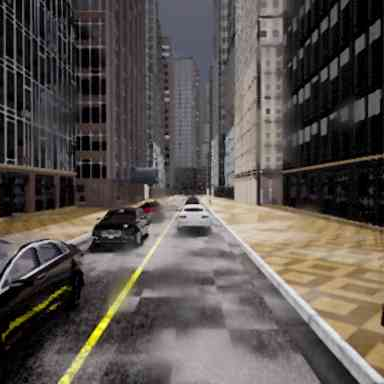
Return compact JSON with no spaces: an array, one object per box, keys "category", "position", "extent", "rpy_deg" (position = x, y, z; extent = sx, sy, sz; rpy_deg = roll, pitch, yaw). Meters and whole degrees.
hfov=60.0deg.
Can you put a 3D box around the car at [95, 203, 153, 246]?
[{"category":"car","position":[-3.089,1.471,15.105],"extent":[1.837,1.490,4.892],"rpy_deg":[0,0,0]}]

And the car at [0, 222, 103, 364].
[{"category":"car","position":[-3.087,1.484,4.922],"extent":[2.128,1.511,4.902],"rpy_deg":[0,0,0]}]

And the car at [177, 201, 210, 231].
[{"category":"car","position":[0.104,1.472,19.879],"extent":[1.812,1.442,4.674],"rpy_deg":[0,0,0]}]

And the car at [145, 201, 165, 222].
[{"category":"car","position":[-3.076,1.464,25.605],"extent":[1.812,1.442,4.674],"rpy_deg":[0,0,0]}]

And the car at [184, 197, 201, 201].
[{"category":"car","position":[0.083,1.398,43.743],"extent":[1.837,1.490,4.892],"rpy_deg":[0,1,0]}]
